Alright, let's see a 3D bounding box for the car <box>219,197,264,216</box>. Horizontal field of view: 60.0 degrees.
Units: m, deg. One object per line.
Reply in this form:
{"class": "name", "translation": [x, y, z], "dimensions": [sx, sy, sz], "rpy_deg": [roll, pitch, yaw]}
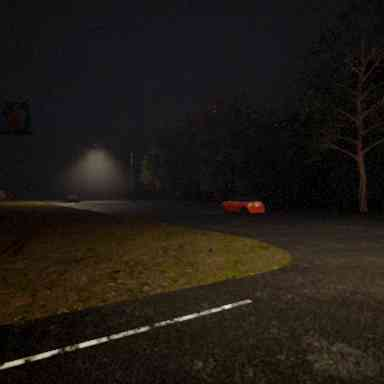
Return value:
{"class": "car", "translation": [4.599, 1.218, 31.427], "dimensions": [2.097, 1.767, 4.553], "rpy_deg": [0, 0, -34]}

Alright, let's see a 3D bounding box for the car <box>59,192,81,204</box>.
{"class": "car", "translation": [-19.989, 1.203, 55.187], "dimensions": [2.033, 1.411, 5.357], "rpy_deg": [0, 0, -33]}
